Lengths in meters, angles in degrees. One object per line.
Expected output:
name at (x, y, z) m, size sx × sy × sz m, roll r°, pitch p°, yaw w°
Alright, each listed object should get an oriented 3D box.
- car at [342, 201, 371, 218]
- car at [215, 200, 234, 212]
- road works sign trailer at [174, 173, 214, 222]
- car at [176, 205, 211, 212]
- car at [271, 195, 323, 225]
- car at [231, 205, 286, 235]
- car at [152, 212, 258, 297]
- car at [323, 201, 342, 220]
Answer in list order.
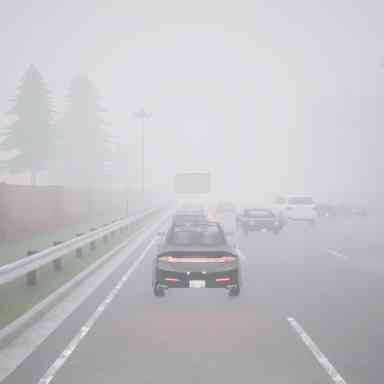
car at (14.101, 1.547, 30.215) m, size 2.033 × 1.411 × 5.357 m, roll 0°, pitch 0°, yaw 0°
car at (3.603, 1.564, 35.806) m, size 1.994 × 1.385 × 4.181 m, roll 0°, pitch 0°, yaw 0°
road works sign trailer at (0.066, 0.464, 22.955) m, size 2.380 × 3.560 × 2.880 m, roll 0°, pitch 0°, yaw -1°
car at (0.028, 1.474, 19.036) m, size 1.882 × 1.535 × 5.008 m, roll 0°, pitch 0°, yaw 5°
car at (7.101, 1.225, 23.970) m, size 2.150 × 2.045 × 5.566 m, roll 0°, pitch 0°, yaw 0°
car at (3.602, 1.601, 18.837) m, size 1.895 × 1.301 × 4.718 m, roll 0°, pitch 0°, yaw 0°
car at (0.101, 1.491, 8.589) m, size 2.128 × 1.511 × 4.902 m, roll 0°, pitch 0°, yaw 0°
car at (10.602, 1.507, 28.469) m, size 1.837 × 1.490 × 4.892 m, roll 0°, pitch 1°, yaw 0°
